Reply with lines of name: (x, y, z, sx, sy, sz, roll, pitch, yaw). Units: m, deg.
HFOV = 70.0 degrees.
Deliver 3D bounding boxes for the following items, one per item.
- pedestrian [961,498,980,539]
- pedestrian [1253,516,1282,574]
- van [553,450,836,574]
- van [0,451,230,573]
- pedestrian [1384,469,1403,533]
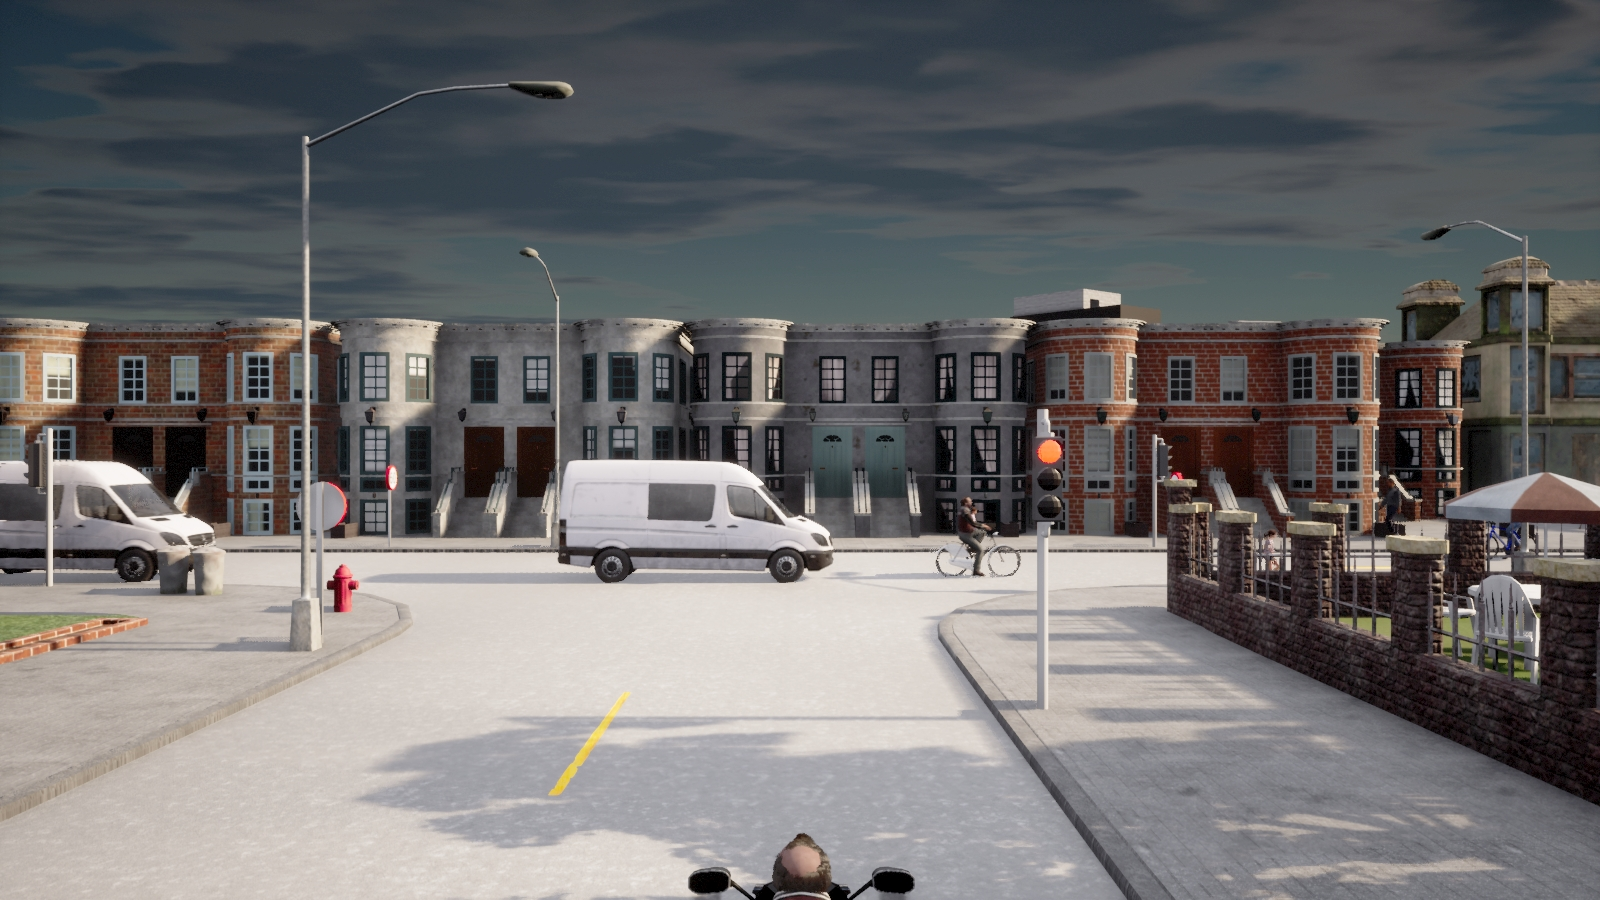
pedestrian: (4.747, 1.892, 31.786, 0.500, 1.100, 0.500, 0, 0, 11)
pedestrian: (9.377, 1.895, 22.921, 0.500, 1.100, 0.500, 0, 0, 18)
van: (-2.207, 1.302, 24.917, 5.915, 2.561, 1.988, 0, 0, 0)
van: (-15.879, 1.304, 24.919, 5.915, 2.561, 1.988, 0, 0, 0)
pedestrian: (17.603, 1.512, 33.903, 0.375, 1.860, 0.375, 0, 0, -1)
